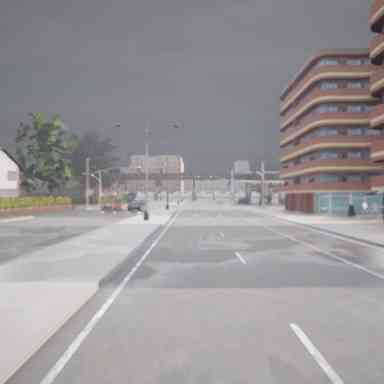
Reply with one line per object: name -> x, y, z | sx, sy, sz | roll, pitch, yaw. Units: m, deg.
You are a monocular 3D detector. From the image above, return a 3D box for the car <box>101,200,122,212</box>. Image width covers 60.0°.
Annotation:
car -> -11.512, 1.875, 47.618 | 2.097, 1.767, 4.553 | 0, -1, 0

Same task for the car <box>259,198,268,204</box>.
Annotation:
car -> 18.970, 2.426, 88.258 | 1.970, 1.475, 3.806 | 0, -1, 0

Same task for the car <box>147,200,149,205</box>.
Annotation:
car -> -11.486, 2.399, 79.492 | 2.128, 1.511, 4.902 | 0, -1, 0

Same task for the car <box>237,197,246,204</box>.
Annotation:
car -> 13.225, 2.257, 87.498 | 2.242, 1.667, 4.611 | 0, -1, 0

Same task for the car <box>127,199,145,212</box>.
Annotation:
car -> -8.012, 2.030, 47.528 | 1.837, 1.490, 4.892 | 0, -1, 1
